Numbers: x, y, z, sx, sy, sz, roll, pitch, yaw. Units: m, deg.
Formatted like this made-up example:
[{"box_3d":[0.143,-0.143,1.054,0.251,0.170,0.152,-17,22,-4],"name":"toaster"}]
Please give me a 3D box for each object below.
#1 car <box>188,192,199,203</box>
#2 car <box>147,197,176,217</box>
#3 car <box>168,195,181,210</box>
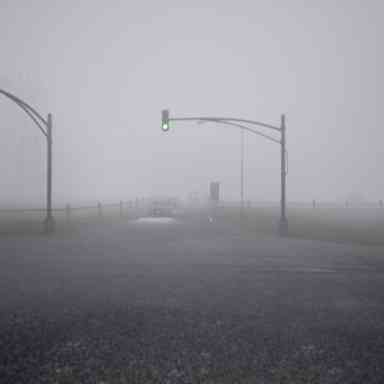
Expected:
[{"box_3d":[0.255,1.186,59.569,1.882,1.535,5.008,0,0,0],"name":"car"},{"box_3d":[-2.735,1.416,29.054,1.994,1.385,4.181,0,0,1],"name":"car"},{"box_3d":[-2.677,1.276,40.119,1.882,1.535,5.008,0,0,1],"name":"car"}]
